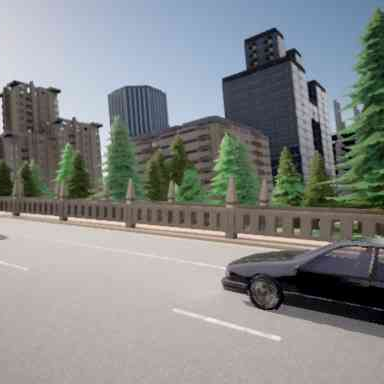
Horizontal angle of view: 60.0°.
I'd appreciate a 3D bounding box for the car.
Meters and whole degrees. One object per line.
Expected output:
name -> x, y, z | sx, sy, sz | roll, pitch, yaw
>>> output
car -> 3.222, 1.549, 5.992 | 5.357, 1.411, 2.033 | 0, 0, 36
